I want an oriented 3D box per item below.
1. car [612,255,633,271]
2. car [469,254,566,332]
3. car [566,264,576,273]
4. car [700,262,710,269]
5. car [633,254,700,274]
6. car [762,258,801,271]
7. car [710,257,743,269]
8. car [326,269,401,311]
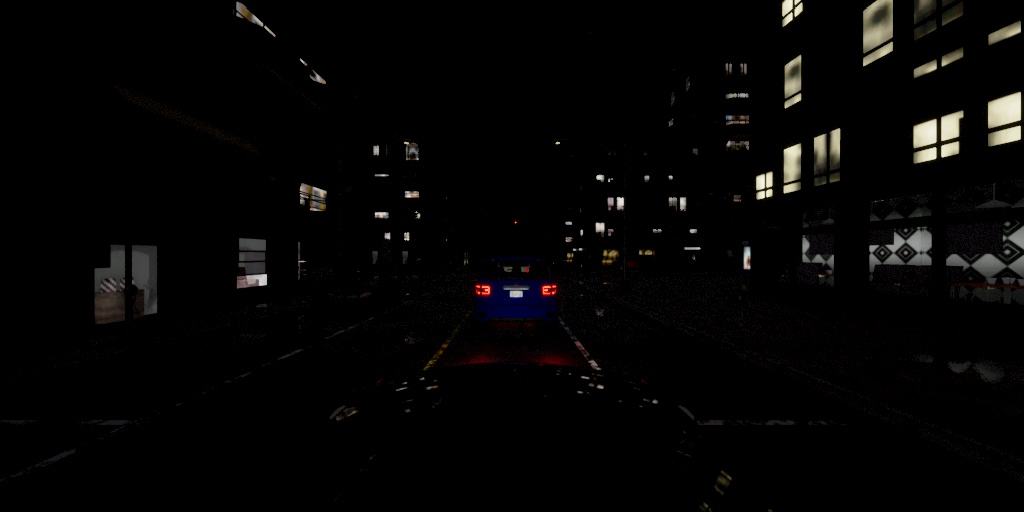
[{"bbox_3d":[14.589,0.764,42.737,5.009,1.841,2.192,0,0,0],"label":"car"},{"bbox_3d":[0.101,0.971,10.979,2.150,2.045,5.566,0,0,0],"label":"car"},{"bbox_3d":[4.701,1.238,40.064,4.718,1.301,1.895,-1,0,0],"label":"car"},{"bbox_3d":[19.034,0.972,40.184,4.718,1.301,1.895,-1,0,0],"label":"car"},{"bbox_3d":[14.721,0.778,34.358,5.009,1.841,2.192,0,0,0],"label":"car"},{"bbox_3d":[25.815,0.822,34.451,4.313,1.339,1.948,0,0,0],"label":"car"},{"bbox_3d":[25.681,0.824,42.831,4.207,1.307,1.802,0,0,0],"label":"car"},{"bbox_3d":[-5.736,1.332,14.384,1.802,1.307,4.207,0,0,0],"label":"car"}]
